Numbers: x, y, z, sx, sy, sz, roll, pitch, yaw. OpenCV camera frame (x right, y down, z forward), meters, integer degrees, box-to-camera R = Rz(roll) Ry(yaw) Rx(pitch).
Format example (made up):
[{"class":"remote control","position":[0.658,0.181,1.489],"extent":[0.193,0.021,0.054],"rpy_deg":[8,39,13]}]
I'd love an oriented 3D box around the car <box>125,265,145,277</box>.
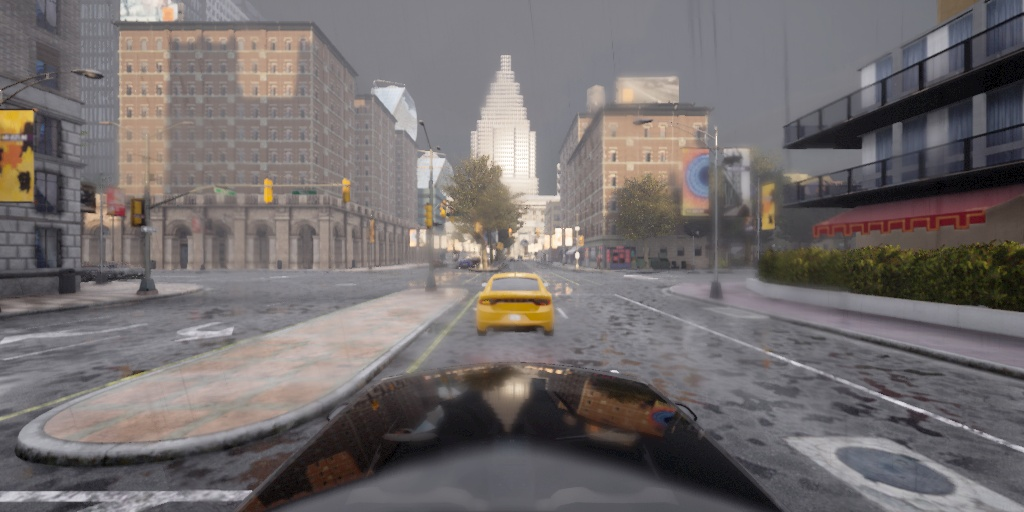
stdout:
[{"class":"car","position":[-35.920,1.328,32.443],"extent":[4.718,1.301,1.895],"rpy_deg":[0,0,0]}]

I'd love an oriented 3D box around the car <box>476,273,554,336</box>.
[{"class":"car","position":[0.092,1.221,10.455],"extent":[1.882,1.535,5.008],"rpy_deg":[0,0,0]}]

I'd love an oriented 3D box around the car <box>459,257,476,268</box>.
[{"class":"car","position":[-7.978,1.182,62.220],"extent":[1.882,1.535,5.008],"rpy_deg":[0,0,1]}]

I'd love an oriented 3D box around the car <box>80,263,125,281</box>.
[{"class":"car","position":[-34.816,1.255,28.948],"extent":[4.674,1.442,1.812],"rpy_deg":[0,0,0]}]
